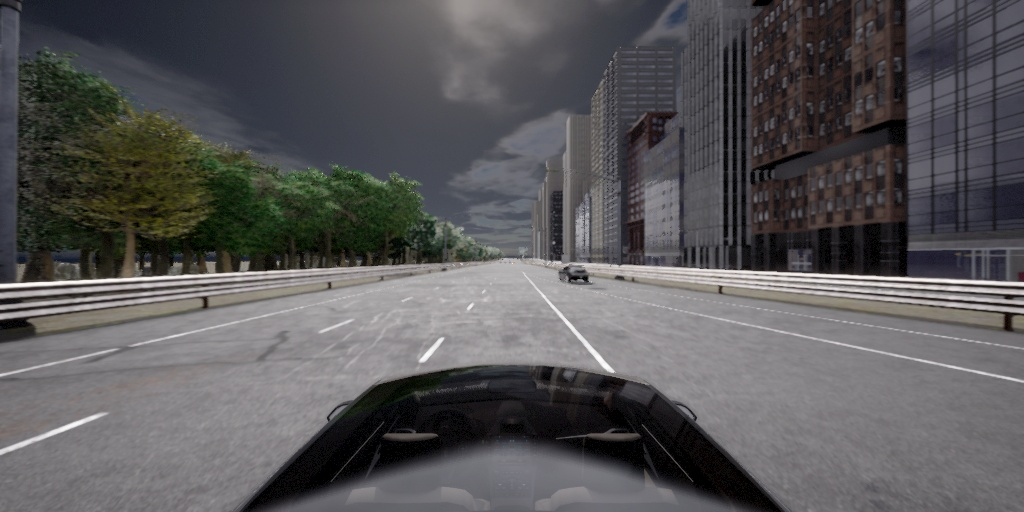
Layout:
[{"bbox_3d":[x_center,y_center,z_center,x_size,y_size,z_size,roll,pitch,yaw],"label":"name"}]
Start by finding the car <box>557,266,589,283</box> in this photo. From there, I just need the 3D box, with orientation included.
[{"bbox_3d":[5.477,1.615,32.570,1.837,1.490,4.892,0,-1,-7],"label":"car"}]
